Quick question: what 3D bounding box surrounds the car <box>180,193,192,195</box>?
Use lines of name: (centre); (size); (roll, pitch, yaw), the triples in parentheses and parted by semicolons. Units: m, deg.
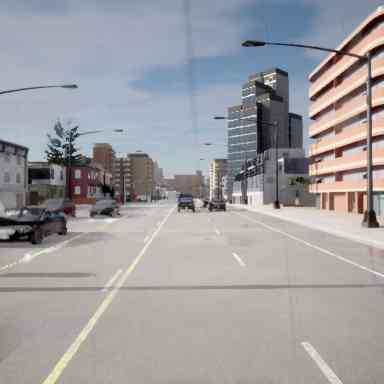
car: (-0.870, 1.139, 47.536); (2.150, 2.045, 5.566); (0, -1, -1)

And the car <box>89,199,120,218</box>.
car: (-7.624, 1.441, 29.488); (1.837, 1.490, 4.892); (0, 0, -1)

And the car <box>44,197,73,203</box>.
car: (-11.003, 1.297, 26.899); (2.097, 1.767, 4.553); (0, 0, -1)

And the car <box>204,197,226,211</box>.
car: (2.867, 1.390, 38.777); (2.128, 1.511, 4.902); (0, 0, -1)

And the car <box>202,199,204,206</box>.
car: (2.623, 1.419, 48.770); (2.128, 1.511, 4.902); (0, -1, -1)

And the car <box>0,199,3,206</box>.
car: (-10.881, 1.215, 15.423); (2.150, 2.045, 5.566); (0, 0, -1)

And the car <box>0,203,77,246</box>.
car: (-7.361, 1.483, 15.461); (2.128, 1.511, 4.902); (0, 0, -1)

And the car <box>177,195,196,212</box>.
car: (-0.633, 1.407, 37.475); (1.837, 1.490, 4.892); (0, 0, -1)
